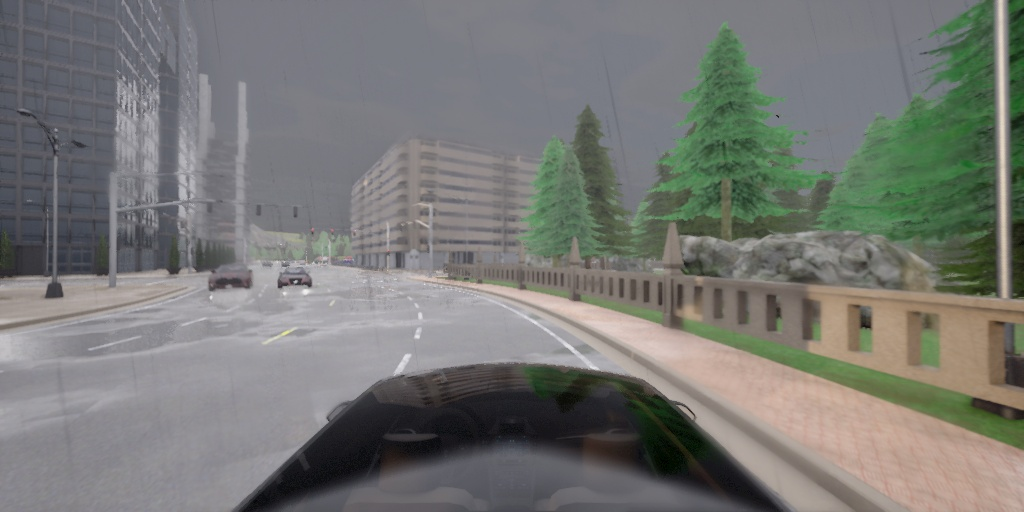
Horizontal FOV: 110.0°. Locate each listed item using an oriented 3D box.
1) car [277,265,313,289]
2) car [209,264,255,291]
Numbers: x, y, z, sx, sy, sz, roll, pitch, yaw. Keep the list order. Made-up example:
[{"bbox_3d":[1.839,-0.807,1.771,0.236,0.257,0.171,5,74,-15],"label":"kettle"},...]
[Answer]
[{"bbox_3d":[-15.516,1.555,25.635,1.994,1.385,4.181,0,-1,-32],"label":"car"},{"bbox_3d":[-18.548,1.326,23.885,2.097,1.767,4.553,0,0,-33],"label":"car"}]
